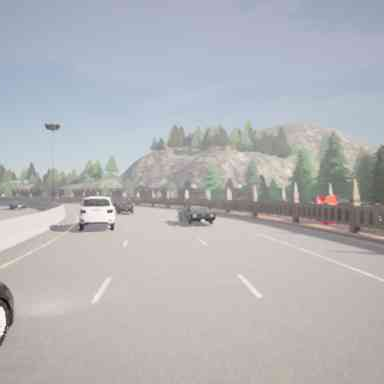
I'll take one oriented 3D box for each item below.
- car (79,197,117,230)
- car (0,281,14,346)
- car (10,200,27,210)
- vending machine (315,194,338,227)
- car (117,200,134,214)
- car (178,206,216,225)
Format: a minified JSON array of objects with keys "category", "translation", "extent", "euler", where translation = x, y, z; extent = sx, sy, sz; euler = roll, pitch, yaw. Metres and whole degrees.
[{"category":"car","translation":[-6.303,1.343,22.412],"extent":[2.150,2.045,5.566],"euler":[0,0,-13]},{"category":"car","translation":[-3.634,1.533,3.276],"extent":[1.837,1.490,4.892],"euler":[0,0,-2]},{"category":"car","translation":[-26.280,1.938,50.277],"extent":[2.128,1.511,4.902],"euler":[0,0,-33]},{"category":"vending machine","translation":[9.017,1.220,22.303],"extent":[1.100,2.100,0.880],"euler":[0,0,-12]},{"category":"car","translation":[-8.077,1.706,38.757],"extent":[2.128,1.511,4.902],"euler":[0,0,-23]},{"category":"car","translation":[0.228,1.691,25.051],"extent":[1.895,1.301,4.718],"euler":[0,0,-14]}]
